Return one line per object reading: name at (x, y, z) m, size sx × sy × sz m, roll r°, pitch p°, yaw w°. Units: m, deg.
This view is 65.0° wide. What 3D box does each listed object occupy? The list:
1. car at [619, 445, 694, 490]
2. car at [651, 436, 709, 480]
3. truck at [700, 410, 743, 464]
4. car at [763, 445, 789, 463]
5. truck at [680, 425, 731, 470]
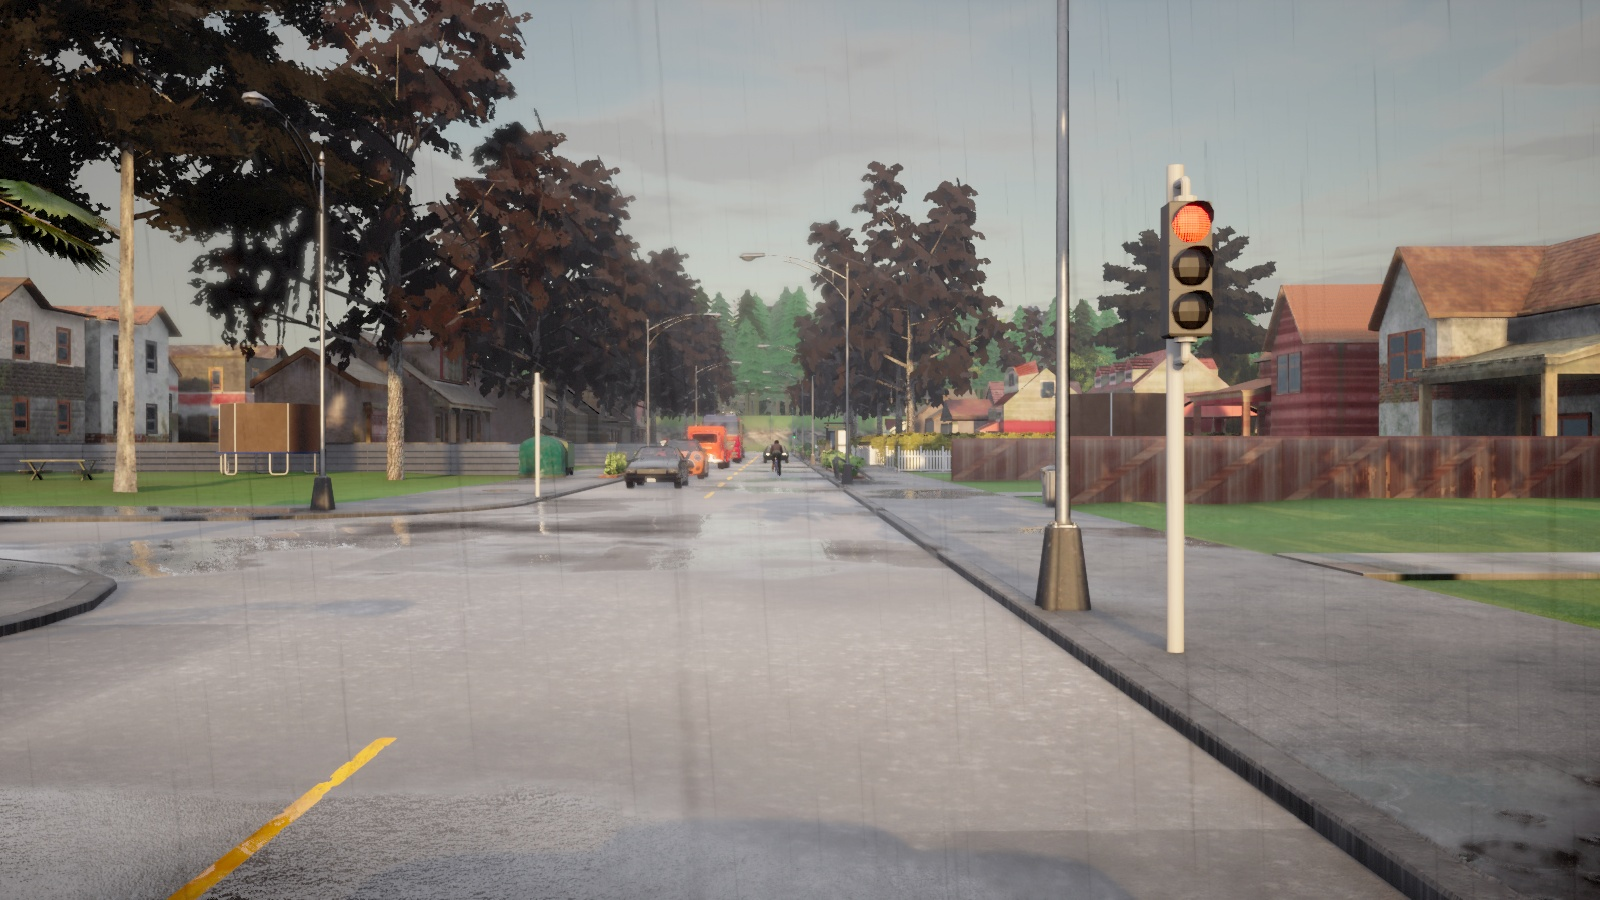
car at (-4.789, 0.549, 42.690) m, size 2.033 × 1.411 × 5.357 m, roll 0°, pitch 0°, yaw -1°
car at (-4.985, 0.303, 52.843) m, size 2.097 × 1.767 × 4.553 m, roll 0°, pitch 0°, yaw -1°
truck at (-5.796, -0.953, 93.890) m, size 2.891 × 3.827 × 8.468 m, roll 0°, pitch 0°, yaw -1°
car at (-1.797, 0.315, 93.943) m, size 1.895 × 1.301 × 4.718 m, roll 0°, pitch 0°, yaw -1°
truck at (-5.371, -0.153, 72.298) m, size 2.627 × 2.467 × 5.204 m, roll 0°, pitch 0°, yaw -1°
